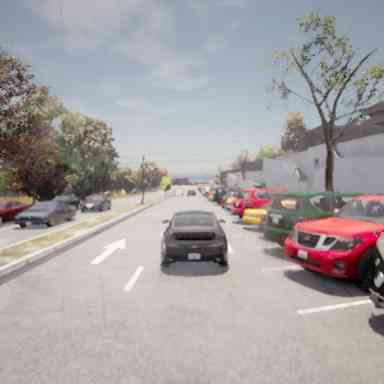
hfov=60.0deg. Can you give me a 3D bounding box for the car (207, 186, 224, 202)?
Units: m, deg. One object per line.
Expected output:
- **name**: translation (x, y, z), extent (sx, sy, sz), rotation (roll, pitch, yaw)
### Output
- **car**: translation (5.121, 0.508, 38.541), extent (5.566, 2.045, 2.435), rotation (0, 1, -20)

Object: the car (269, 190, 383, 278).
- **car**: translation (5.116, 1.068, 8.485), extent (5.566, 2.045, 2.435), rotation (0, 1, -20)

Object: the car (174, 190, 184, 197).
- **car**: translation (-3.086, 0.307, 77.290), extent (1.812, 1.442, 4.674), rotation (0, 1, 0)

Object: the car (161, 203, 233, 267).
- **car**: translation (0.068, 1.334, 10.806), extent (1.837, 1.490, 4.892), rotation (0, 1, 0)

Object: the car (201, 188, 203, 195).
- **car**: translation (5.012, 0.406, 68.532), extent (4.674, 1.452, 2.002), rotation (0, 1, -20)

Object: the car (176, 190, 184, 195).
- **car**: translation (-3.115, 0.085, 87.324), extent (1.895, 1.301, 4.718), rotation (0, 1, 0)

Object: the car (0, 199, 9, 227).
- **car**: translation (-11.744, 1.206, 20.303), extent (1.882, 1.535, 5.008), rotation (0, 1, 0)

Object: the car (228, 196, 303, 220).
- **car**: translation (5.165, 1.053, 23.541), extent (4.792, 1.488, 2.163), rotation (0, 1, -20)

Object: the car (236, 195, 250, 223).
- **car**: translation (5.326, 1.138, 17.589), extent (5.366, 1.575, 1.946), rotation (0, 1, -20)

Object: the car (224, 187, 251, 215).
- **car**: translation (5.174, 0.831, 20.533), extent (5.566, 2.045, 2.435), rotation (0, 1, -20)

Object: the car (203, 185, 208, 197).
- **car**: translation (5.038, 0.340, 50.509), extent (5.566, 2.045, 2.435), rotation (0, 1, -20)

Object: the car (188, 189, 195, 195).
- **car**: translation (-0.115, -0.042, 86.937), extent (1.812, 1.442, 4.674), rotation (0, 1, 0)

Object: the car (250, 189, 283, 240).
- **car**: translation (5.177, 1.008, 11.521), extent (5.566, 2.045, 2.435), rotation (0, 1, -20)

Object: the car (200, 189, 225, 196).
- **car**: translation (4.812, 0.200, 77.481), extent (5.366, 1.575, 1.946), rotation (0, 2, -20)

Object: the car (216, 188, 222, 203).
- **car**: translation (5.083, 0.732, 32.517), extent (4.553, 1.767, 2.185), rotation (0, 1, -20)

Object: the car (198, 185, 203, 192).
- **car**: translation (5.019, 0.010, 74.550), extent (5.566, 2.045, 2.435), rotation (0, 1, -20)

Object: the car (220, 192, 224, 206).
- **car**: translation (5.138, 0.969, 26.524), extent (4.892, 1.521, 2.231), rotation (0, 1, -20)

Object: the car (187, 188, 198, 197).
- **car**: translation (-0.086, 0.122, 76.901), extent (2.097, 1.767, 4.553), rotation (0, 1, 0)

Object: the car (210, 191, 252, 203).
- **car**: translation (5.251, 0.668, 44.596), extent (5.366, 1.575, 1.946), rotation (0, 1, -20)

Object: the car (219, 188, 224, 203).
- **car**: translation (5.154, 0.786, 29.532), extent (4.553, 1.767, 2.185), rotation (0, 1, -20)

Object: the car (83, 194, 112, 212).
- **car**: translation (-8.768, 0.998, 30.779), extent (2.128, 1.511, 4.902), rotation (0, 1, 0)

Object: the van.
- **van**: translation (5.012, 1.154, 5.449), extent (4.442, 1.987, 1.878), rotation (0, 1, -20)

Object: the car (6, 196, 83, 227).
- **car**: translation (-8.747, 1.250, 20.430), extent (2.033, 1.411, 5.357), rotation (0, 1, 0)
